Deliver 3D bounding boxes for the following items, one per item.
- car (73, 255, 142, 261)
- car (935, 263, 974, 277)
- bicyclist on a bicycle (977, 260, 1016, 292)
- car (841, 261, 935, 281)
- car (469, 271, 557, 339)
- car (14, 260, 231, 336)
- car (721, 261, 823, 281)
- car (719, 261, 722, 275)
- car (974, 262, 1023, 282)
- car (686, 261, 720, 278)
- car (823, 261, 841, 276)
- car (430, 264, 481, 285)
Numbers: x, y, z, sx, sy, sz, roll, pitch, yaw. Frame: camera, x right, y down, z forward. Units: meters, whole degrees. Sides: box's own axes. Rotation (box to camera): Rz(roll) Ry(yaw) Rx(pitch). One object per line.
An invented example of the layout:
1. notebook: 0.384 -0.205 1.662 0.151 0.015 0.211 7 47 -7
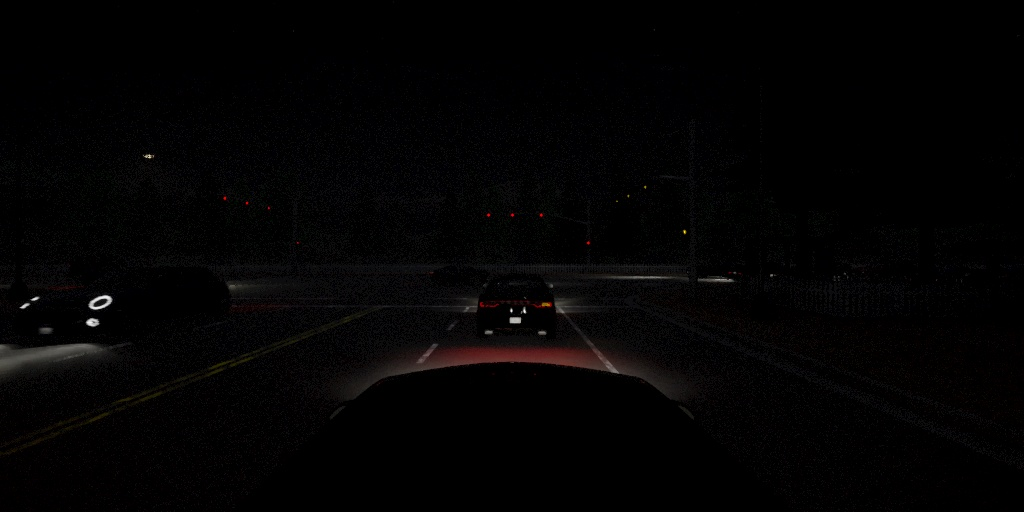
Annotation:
1. car: -28.034 0.916 25.574 5.566 2.045 2.150 0 0 0
2. car: 37.672 1.295 31.591 4.718 1.301 1.895 0 0 9
3. bicyclist on a bicycle: 22.821 0.995 17.011 0.582 1.620 1.656 0 0 0
4. car: 29.988 1.172 28.739 5.008 1.535 1.882 0 0 3
5. car: 0.173 1.228 10.149 1.882 1.535 5.008 0 0 2
6. car: -10.652 1.102 10.360 2.097 1.767 4.553 0 0 -3
7. car: 18.242 1.242 25.321 5.357 1.411 2.033 0 0 0
8. car: 20.235 1.242 29.010 5.357 1.411 2.033 0 0 -1
9. car: 39.925 1.172 27.570 5.008 1.535 1.882 0 0 14
10. car: 18.417 1.186 32.487 4.902 1.511 2.128 0 0 1
11. car: 27.748 1.186 32.309 4.902 1.511 2.128 0 0 2
12. car: -3.657 1.285 25.444 4.181 1.385 1.994 0 0 0
